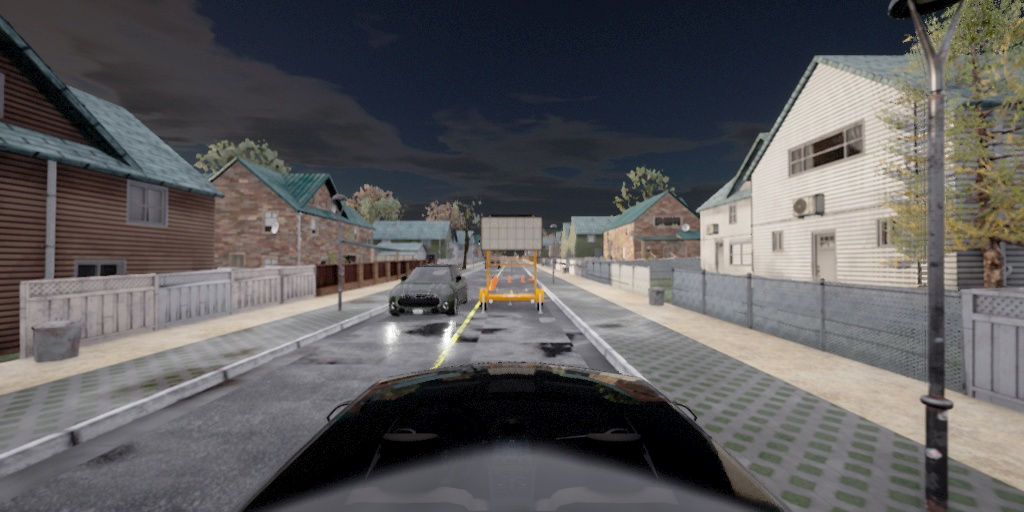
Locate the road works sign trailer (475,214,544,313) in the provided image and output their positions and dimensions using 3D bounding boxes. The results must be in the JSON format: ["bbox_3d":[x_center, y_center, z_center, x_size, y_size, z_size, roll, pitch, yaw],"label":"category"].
[{"bbox_3d":[-0.010,0.205,13.858,2.380,3.560,2.880,0,0,0],"label":"road works sign trailer"}]

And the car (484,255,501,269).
[{"bbox_3d":[-2.883,0.915,53.595,2.150,2.045,5.566,0,0,0],"label":"car"}]

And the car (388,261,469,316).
[{"bbox_3d":[-2.859,1.093,13.146,2.097,1.767,4.553,0,0,0],"label":"car"}]
